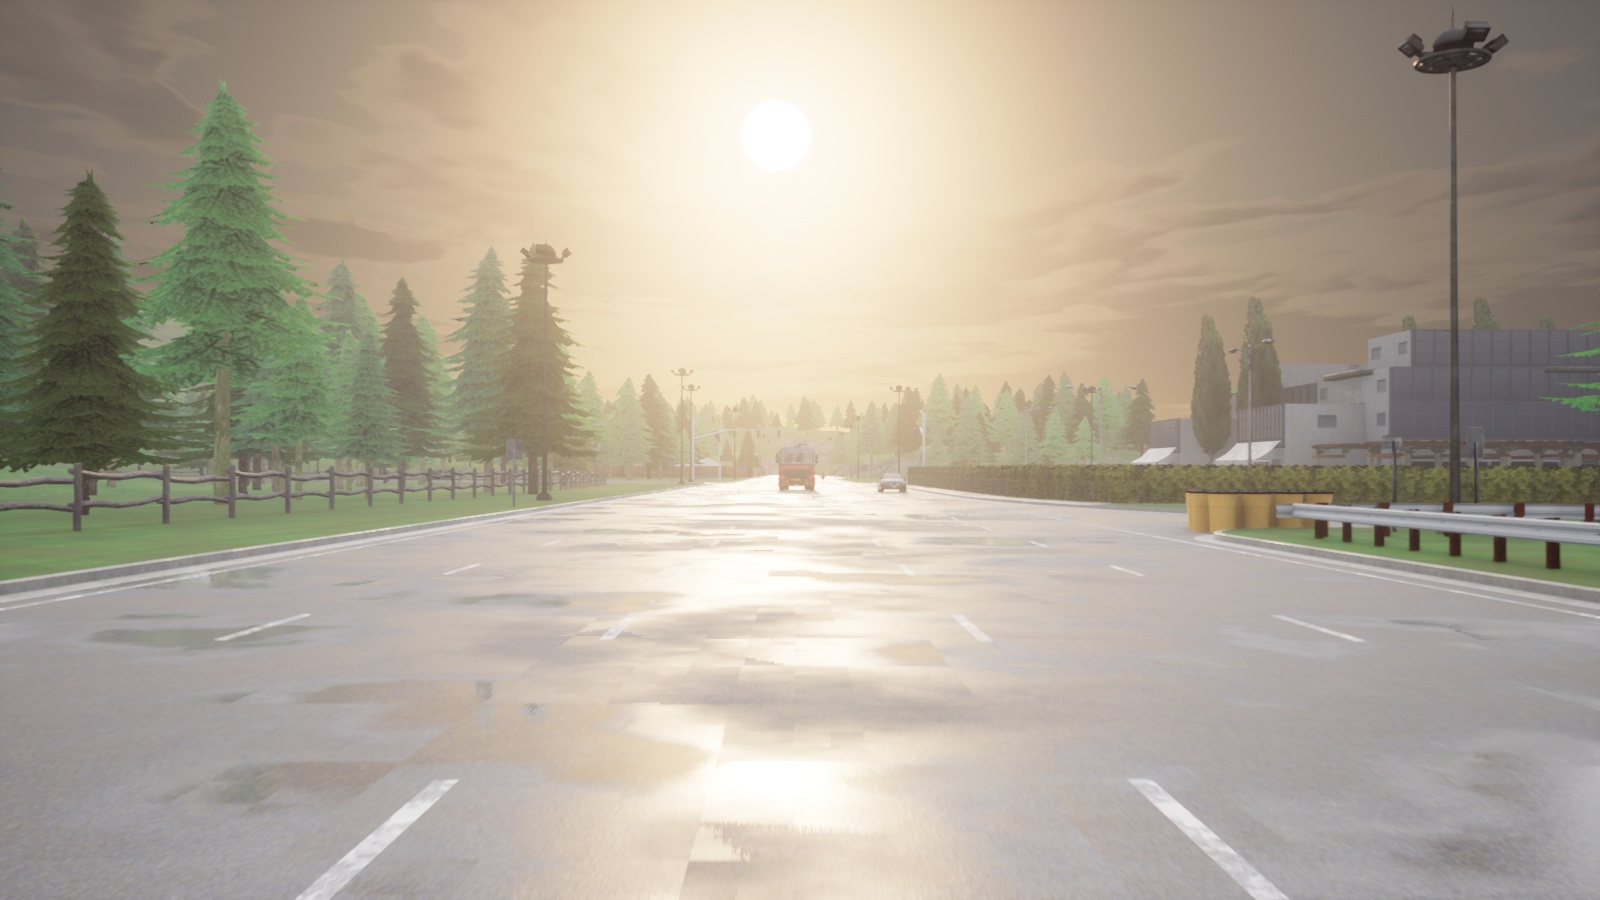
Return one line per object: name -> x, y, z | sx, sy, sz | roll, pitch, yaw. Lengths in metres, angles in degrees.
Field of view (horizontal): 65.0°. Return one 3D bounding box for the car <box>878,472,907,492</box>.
car -> 6.790, 2.362, 92.533 | 1.812, 1.442, 4.674 | 0, -1, 0
